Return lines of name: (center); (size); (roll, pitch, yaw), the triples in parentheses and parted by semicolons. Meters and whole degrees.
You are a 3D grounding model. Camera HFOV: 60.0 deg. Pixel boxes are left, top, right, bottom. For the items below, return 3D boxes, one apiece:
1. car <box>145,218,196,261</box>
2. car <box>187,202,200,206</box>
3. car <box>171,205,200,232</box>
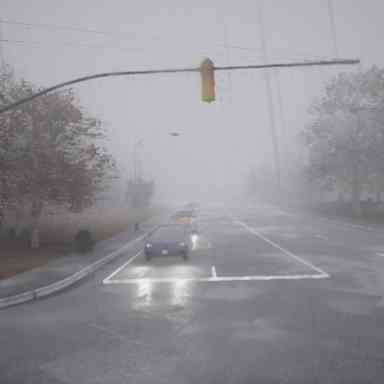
car: (-0.970, 2.231, 15.751); (1.812, 1.442, 4.674); (-2, -2, 3)
car: (0.026, 2.283, 47.147); (2.097, 1.767, 4.553); (-2, 0, 2)
car: (-0.615, 2.306, 27.403); (2.097, 1.767, 4.553); (-2, -1, 2)
